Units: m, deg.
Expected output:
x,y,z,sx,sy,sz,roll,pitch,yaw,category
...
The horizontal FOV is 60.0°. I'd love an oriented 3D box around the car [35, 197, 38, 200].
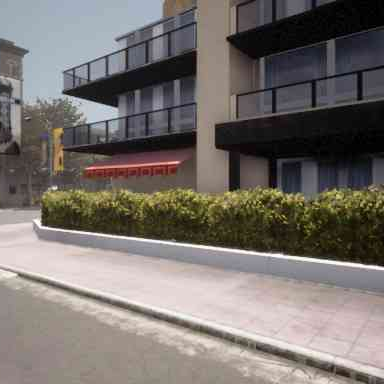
x,y,z,sx,sy,sz,roll,pitch,yaw,category
-34.518,1.481,68.376,4.892,1.521,2.231,0,0,37,car
